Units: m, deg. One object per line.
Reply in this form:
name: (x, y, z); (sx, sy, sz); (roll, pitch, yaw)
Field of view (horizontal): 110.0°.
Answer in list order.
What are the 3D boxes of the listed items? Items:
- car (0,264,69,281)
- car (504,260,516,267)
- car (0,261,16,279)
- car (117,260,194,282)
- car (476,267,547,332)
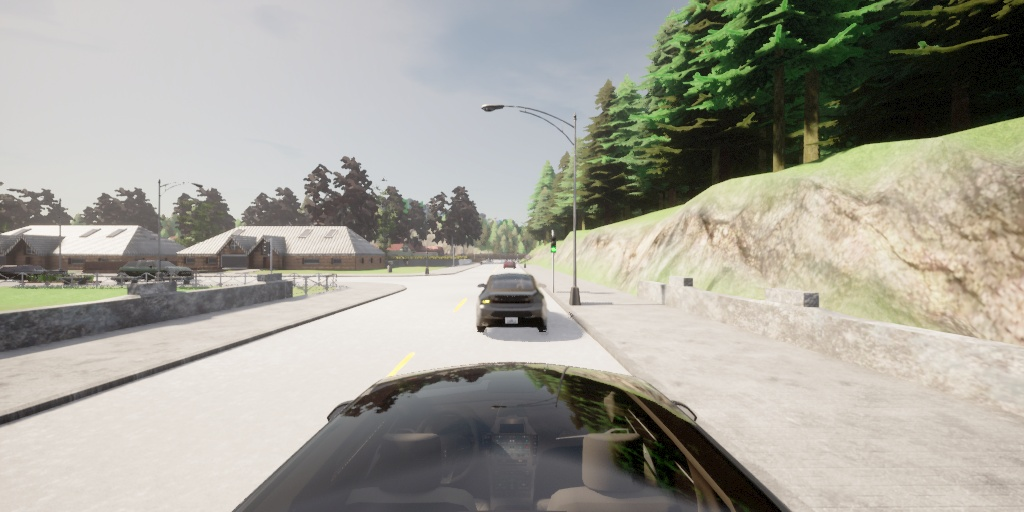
car: (-37.894, 1.360, 27.984); (4.718, 1.301, 1.895); (0, 0, 0)
car: (-0.400, 1.333, 61.317); (1.994, 1.385, 4.181); (0, 0, 0)
car: (-48.127, 1.238, 32.034); (5.008, 1.535, 1.882); (0, 0, 0)
car: (-27.767, 1.111, 28.064); (4.553, 1.767, 2.097); (0, 0, 0)
car: (-0.011, 1.259, 10.892); (1.837, 1.490, 4.892); (0, 0, 0)
